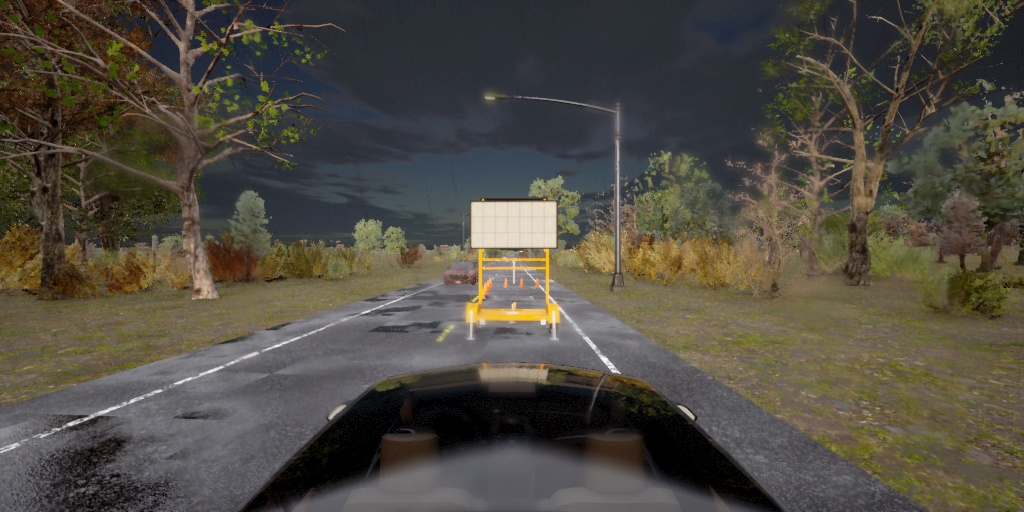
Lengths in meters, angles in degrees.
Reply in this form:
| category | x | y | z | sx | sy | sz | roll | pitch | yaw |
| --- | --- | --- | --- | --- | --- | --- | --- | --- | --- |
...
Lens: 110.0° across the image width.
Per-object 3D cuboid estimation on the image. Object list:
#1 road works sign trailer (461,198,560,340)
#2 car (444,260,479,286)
| category | x | y | z | sx | sy | sz | roll | pitch | yaw |
| --- | --- | --- | --- | --- | --- | --- | --- | --- | --- |
| road works sign trailer | 0.055 | 0.211 | 9.930 | 2.380 | 3.560 | 2.880 | 0 | 0 | 2 |
| car | -3.416 | 1.092 | 25.200 | 2.097 | 1.767 | 4.553 | 0 | 0 | 0 |
